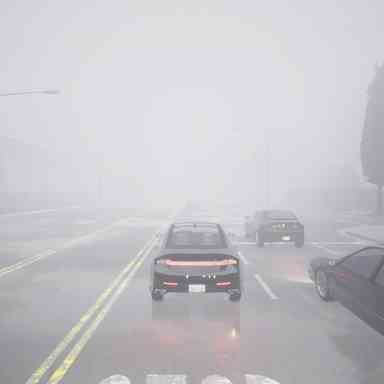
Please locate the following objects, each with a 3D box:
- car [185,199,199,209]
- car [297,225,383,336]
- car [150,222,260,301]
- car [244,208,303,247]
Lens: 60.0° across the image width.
[{"bbox_3d":[0.010,1.601,44.132,1.895,1.301,4.718,0,0,0],"label":"car"},{"bbox_3d":[3.589,1.547,5.267,2.033,1.411,5.357,0,0,0],"label":"car"},{"bbox_3d":[0.083,1.492,8.313,2.128,1.511,4.902,0,0,0],"label":"car"},{"bbox_3d":[3.568,1.505,15.014,1.837,1.490,4.892,0,0,0],"label":"car"}]
